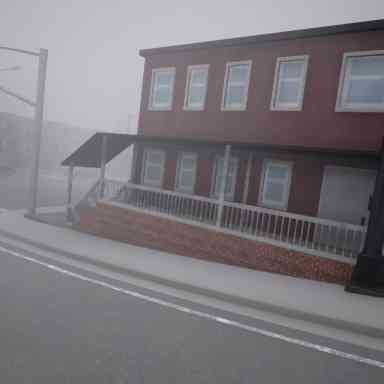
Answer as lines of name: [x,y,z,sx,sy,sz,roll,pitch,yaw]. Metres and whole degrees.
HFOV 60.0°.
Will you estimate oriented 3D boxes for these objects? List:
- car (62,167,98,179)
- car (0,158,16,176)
car: [-14.050,-2.482,41.884,1.812,1.442,4.674,10,6,35]
car: [-20.272,-2.662,33.269,2.097,1.767,4.553,10,6,35]
